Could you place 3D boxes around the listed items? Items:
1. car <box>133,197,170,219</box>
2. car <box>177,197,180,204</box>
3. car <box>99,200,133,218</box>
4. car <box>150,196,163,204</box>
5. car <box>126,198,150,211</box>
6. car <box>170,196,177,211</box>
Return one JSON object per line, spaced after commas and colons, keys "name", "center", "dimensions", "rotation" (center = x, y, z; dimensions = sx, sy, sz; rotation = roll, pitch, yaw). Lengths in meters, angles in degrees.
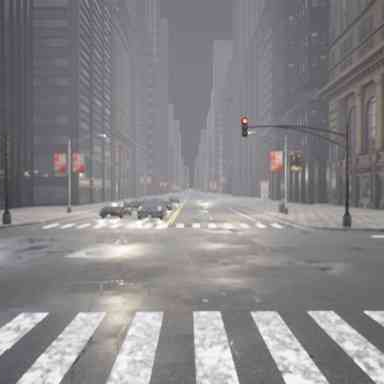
{"name": "car", "center": [-3.351, 1.326, 28.381], "dimensions": [2.097, 1.767, 4.553], "rotation": [0, 0, 0]}
{"name": "car", "center": [-3.296, 1.485, 61.108], "dimensions": [1.994, 1.385, 4.181], "rotation": [0, 0, 1]}
{"name": "car", "center": [-6.577, 1.520, 29.636], "dimensions": [2.033, 1.411, 5.357], "rotation": [0, 0, 4]}
{"name": "car", "center": [-6.543, 1.521, 61.567], "dimensions": [1.895, 1.301, 4.718], "rotation": [0, 0, 0]}
{"name": "car", "center": [-6.601, 1.505, 41.136], "dimensions": [2.033, 1.411, 5.357], "rotation": [0, 0, 0]}
{"name": "car", "center": [-3.354, 1.505, 41.144], "dimensions": [2.033, 1.411, 5.357], "rotation": [0, 0, 0]}
